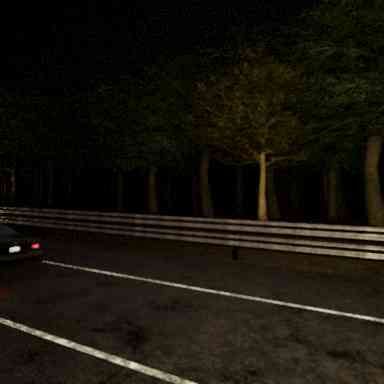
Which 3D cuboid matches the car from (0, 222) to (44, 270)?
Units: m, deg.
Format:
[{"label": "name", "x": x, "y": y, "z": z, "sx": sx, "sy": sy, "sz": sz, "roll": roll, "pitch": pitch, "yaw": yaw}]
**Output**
[{"label": "car", "x": -6.716, "y": 1.507, "z": 9.877, "sx": 5.357, "sy": 1.411, "sz": 2.033, "roll": 0, "pitch": 0, "yaw": 31}]
